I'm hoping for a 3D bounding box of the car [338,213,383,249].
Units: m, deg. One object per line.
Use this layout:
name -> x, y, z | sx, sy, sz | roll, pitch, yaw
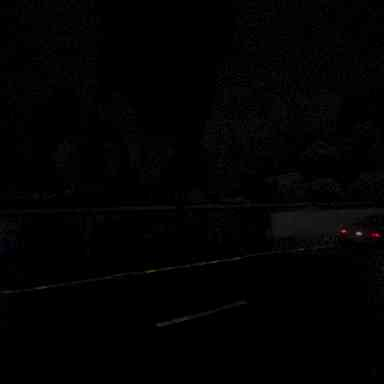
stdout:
car -> 8.203, 1.563, 13.349 | 5.357, 1.411, 2.033 | 0, 0, -31
